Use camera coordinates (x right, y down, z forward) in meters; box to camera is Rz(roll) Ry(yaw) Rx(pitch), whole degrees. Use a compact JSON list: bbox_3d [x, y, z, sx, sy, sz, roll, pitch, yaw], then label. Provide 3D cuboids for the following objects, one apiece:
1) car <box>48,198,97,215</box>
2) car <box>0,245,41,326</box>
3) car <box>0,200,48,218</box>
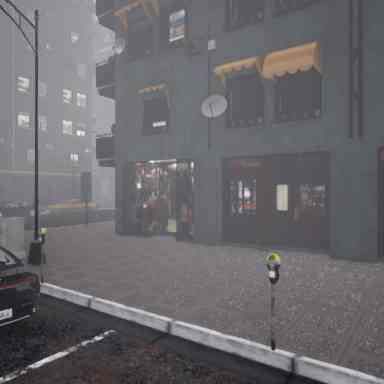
[{"bbox_3d":[-11.019,1.250,30.514,1.752,1.417,4.829,1,1,35],"label":"car"},{"bbox_3d":[-4.519,1.551,6.086,4.403,1.369,2.008,0,0,35],"label":"car"},{"bbox_3d":[-14.103,1.350,26.086,2.008,1.369,4.403,1,1,35],"label":"car"}]
